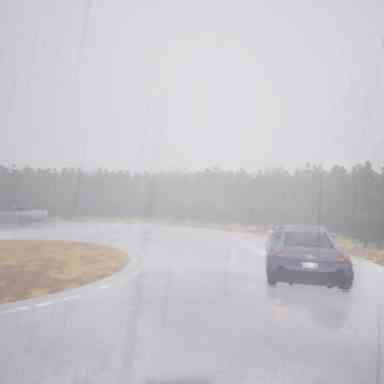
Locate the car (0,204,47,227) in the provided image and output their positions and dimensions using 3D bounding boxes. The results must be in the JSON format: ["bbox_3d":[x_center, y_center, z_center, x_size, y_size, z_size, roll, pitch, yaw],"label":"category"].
[{"bbox_3d":[-11.063,1.327,19.386,4.718,1.301,1.895,1,0,-19],"label":"car"}]

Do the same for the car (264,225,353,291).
[{"bbox_3d":[3.094,1.609,9.380,1.994,1.385,4.181,1,0,13],"label":"car"}]
